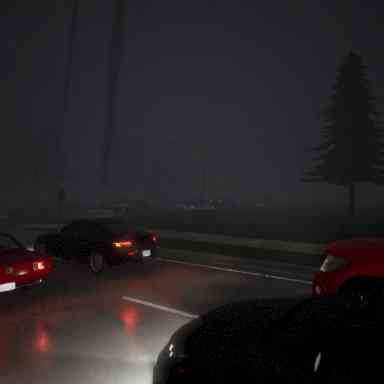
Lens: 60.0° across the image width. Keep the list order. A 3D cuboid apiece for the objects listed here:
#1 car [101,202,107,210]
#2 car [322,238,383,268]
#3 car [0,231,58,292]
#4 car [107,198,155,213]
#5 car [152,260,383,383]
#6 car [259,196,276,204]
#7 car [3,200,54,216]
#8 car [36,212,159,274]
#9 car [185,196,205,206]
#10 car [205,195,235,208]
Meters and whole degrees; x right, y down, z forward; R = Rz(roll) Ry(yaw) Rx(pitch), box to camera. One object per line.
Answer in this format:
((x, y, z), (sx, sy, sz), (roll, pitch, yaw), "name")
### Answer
((-9.225, 1.478, 42.104), (1.882, 1.535, 5.008), (0, 0, 37), "car")
((4.755, 1.221, 4.873), (5.566, 2.045, 2.150), (0, 0, 36), "car")
((-5.450, 1.601, 7.916), (4.718, 1.301, 1.895), (0, 0, 36), "car")
((-5.991, 1.477, 34.716), (1.882, 1.535, 5.008), (0, 0, 36), "car")
((1.662, 1.564, 2.795), (4.181, 1.385, 1.994), (0, 0, 36), "car")
((13.967, 1.471, 61.443), (1.994, 1.385, 4.181), (0, 0, 37), "car")
((-16.065, 1.525, 32.904), (1.812, 1.442, 4.674), (0, 0, 37), "car")
((-3.115, 1.526, 10.545), (4.674, 1.442, 1.812), (0, 0, 36), "car")
((0.732, 1.505, 55.501), (1.837, 1.490, 4.892), (0, 0, 37), "car")
((4.480, 1.351, 48.812), (2.097, 1.767, 4.553), (0, 0, 37), "car")
